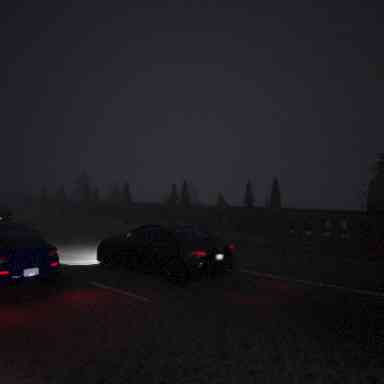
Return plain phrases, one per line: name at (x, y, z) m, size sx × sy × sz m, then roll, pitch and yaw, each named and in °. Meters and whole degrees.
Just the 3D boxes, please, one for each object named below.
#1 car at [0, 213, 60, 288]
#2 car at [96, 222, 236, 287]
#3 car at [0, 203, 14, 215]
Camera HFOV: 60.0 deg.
car at (-5.062, 1.488, 8.444) m, size 4.674 × 1.442 × 1.812 m, roll 0°, pitch 0°, yaw 42°
car at (-0.849, 1.549, 9.421) m, size 4.181 × 1.385 × 1.994 m, roll 0°, pitch 0°, yaw 40°
car at (-13.207, 1.425, 22.103) m, size 1.812 × 1.442 × 4.674 m, roll 0°, pitch 0°, yaw -41°
